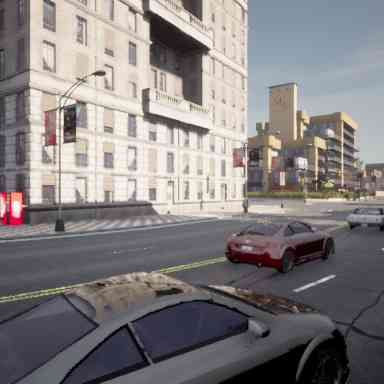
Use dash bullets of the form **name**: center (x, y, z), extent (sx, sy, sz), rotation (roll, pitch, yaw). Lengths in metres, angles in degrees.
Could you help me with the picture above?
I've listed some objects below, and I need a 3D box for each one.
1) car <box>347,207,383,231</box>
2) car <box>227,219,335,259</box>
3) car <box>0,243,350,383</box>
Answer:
- **car**: center (11.213, 1.592, 20.772), extent (1.895, 1.301, 4.718), rotation (0, 0, 37)
- **car**: center (2.943, 1.556, 10.740), extent (1.994, 1.385, 4.181), rotation (0, 0, 45)
- **car**: center (-0.263, 1.561, 3.346), extent (4.181, 1.385, 1.994), rotation (0, 0, -36)
